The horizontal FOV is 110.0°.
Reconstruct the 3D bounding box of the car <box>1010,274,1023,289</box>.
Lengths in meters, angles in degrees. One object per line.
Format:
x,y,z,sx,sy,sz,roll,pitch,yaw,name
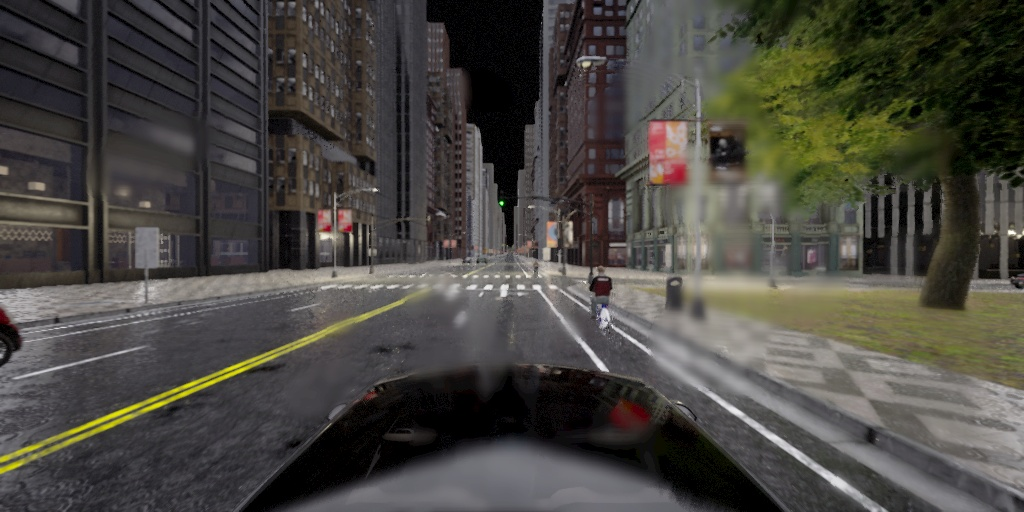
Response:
43.801,2.045,29.183,4.902,1.511,2.128,1,0,-1,car

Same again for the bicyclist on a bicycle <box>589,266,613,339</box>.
2.247,1.132,9.240,0.659,1.776,1.843,0,0,0,bicyclist on a bicycle

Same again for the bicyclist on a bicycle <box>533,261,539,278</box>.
2.251,1.261,33.356,0.582,1.620,1.656,0,0,0,bicyclist on a bicycle

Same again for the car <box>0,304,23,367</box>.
-9.845,1.105,4.380,2.097,1.767,4.553,0,0,0,car
